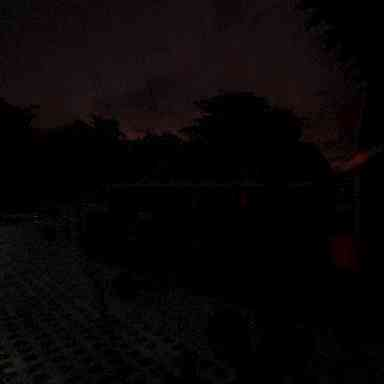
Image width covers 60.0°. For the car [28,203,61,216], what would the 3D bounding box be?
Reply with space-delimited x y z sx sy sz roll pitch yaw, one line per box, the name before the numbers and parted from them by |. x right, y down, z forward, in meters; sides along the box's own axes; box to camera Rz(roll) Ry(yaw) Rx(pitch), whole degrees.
car | -17.567 2.065 40.179 2.033 1.411 5.357 0 -1 4
